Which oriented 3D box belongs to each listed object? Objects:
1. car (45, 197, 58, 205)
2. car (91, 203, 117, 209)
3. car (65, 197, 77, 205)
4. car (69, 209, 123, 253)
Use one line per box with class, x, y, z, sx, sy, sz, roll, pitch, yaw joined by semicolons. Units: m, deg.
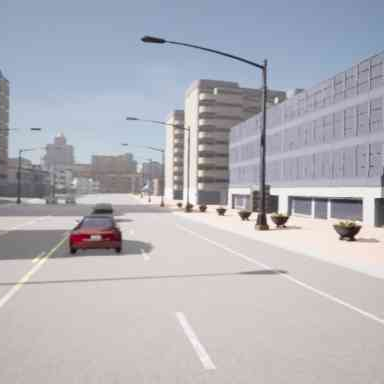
car;-27.509;1.684;65.352;2.128;1.511;4.902;1;0;-14
car;-7.577;1.691;28.605;1.837;1.490;4.892;1;0;-14
car;-24.113;1.739;66.195;2.128;1.511;4.902;1;0;-14
car;-3.969;1.625;14.057;1.994;1.385;4.181;1;-1;-14
